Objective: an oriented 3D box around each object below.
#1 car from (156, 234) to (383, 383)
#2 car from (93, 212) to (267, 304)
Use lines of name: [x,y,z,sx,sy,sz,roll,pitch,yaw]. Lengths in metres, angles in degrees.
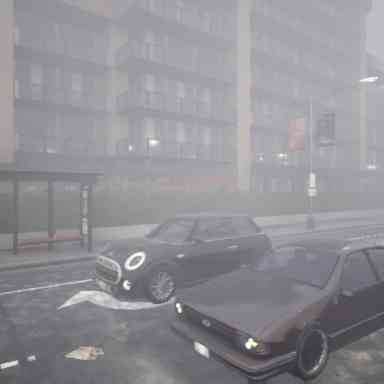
car: [2.275,1.547,5.653,5.357,1.411,2.033,0,0,-36]
car: [-0.058,1.352,8.285,4.553,1.767,2.097,0,0,-36]
